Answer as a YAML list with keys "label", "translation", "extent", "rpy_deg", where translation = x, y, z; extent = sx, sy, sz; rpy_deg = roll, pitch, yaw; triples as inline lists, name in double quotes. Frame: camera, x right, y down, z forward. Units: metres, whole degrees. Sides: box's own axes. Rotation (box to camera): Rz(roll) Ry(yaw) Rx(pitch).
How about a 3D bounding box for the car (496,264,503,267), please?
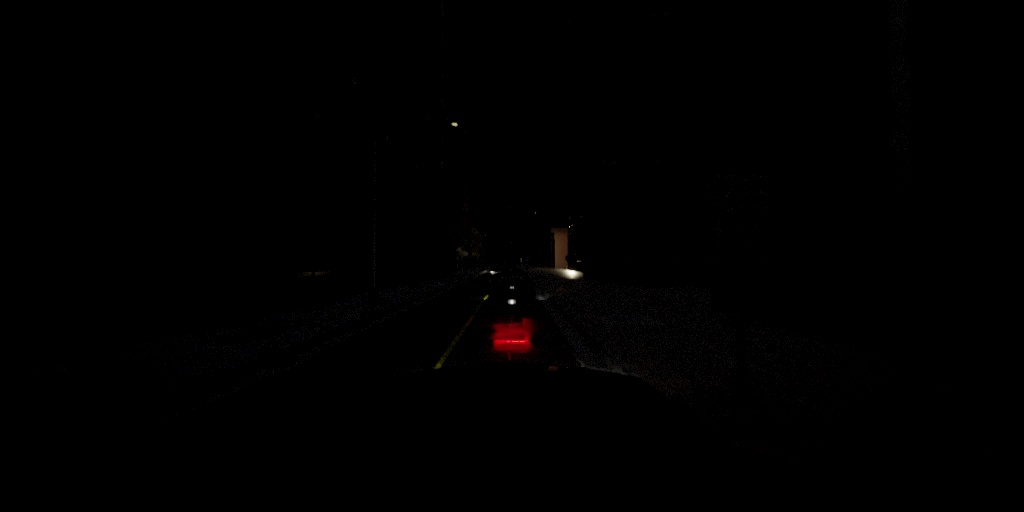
- label: "car"
  translation: [-0.001, 1.627, 29.395]
  extent: [2.033, 1.411, 5.357]
  rpy_deg: [0, -1, 0]

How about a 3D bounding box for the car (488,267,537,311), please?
- label: "car"
  translation: [0.016, 1.410, 15.365]
  extent: [1.837, 1.490, 4.892]
  rpy_deg: [0, 0, 1]
